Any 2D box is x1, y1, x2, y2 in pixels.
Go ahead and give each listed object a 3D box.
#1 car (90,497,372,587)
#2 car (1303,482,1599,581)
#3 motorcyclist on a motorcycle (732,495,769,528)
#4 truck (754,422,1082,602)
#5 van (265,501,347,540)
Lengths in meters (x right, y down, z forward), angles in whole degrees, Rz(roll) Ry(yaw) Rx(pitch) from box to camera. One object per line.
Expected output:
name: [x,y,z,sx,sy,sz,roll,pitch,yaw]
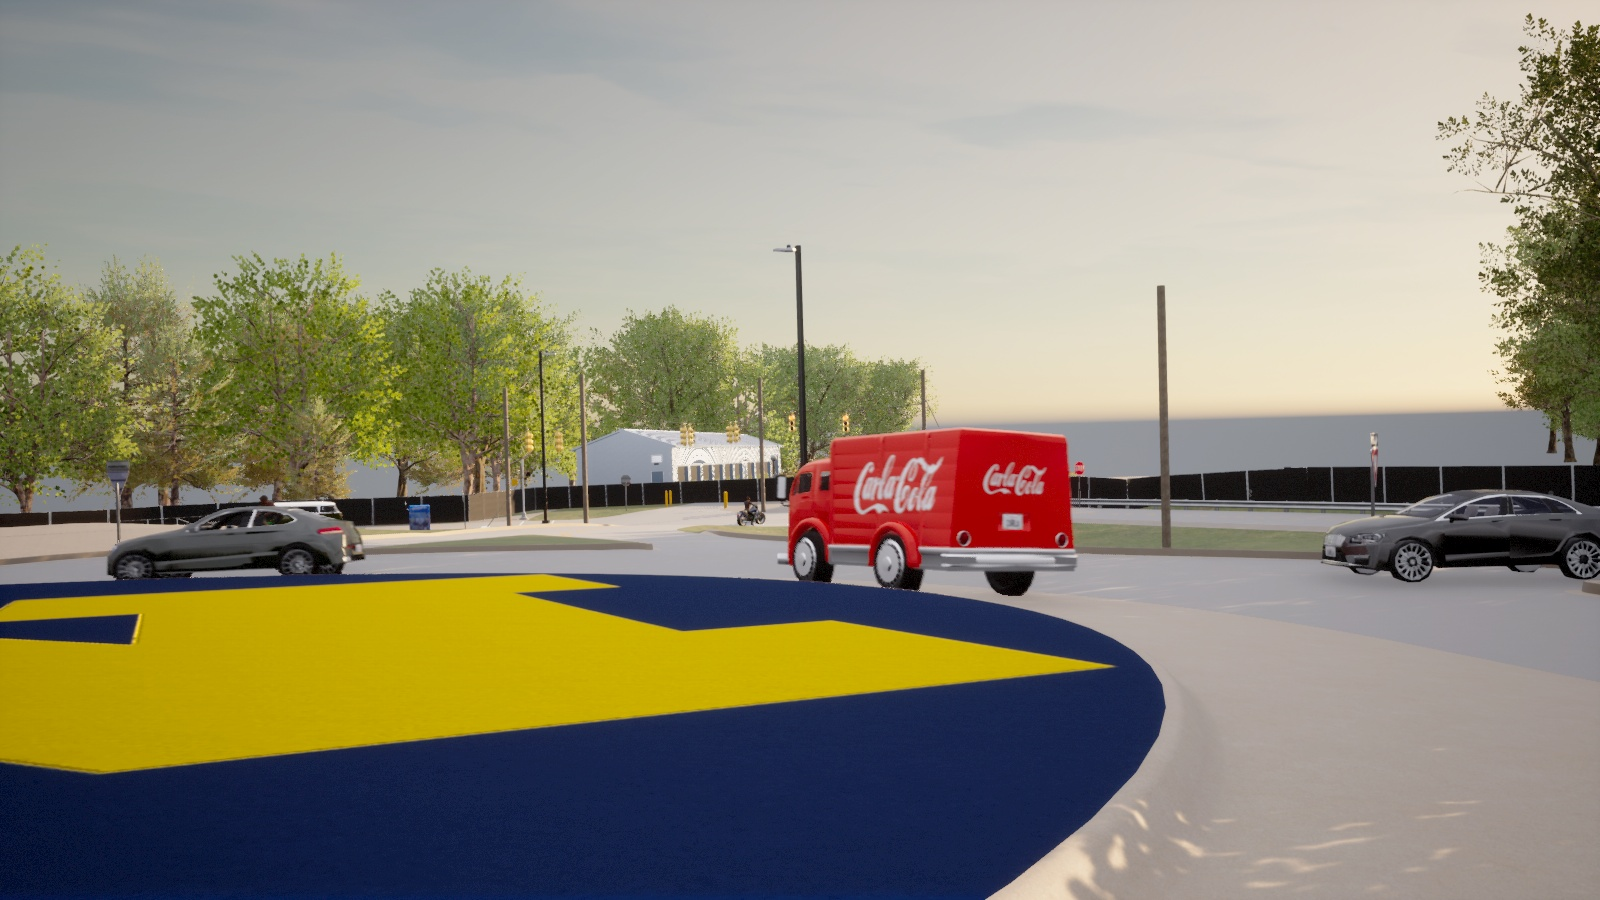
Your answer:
car: [-12.044,1.943,26.883,5.027,1.651,2.152,-2,-3,-4]
car: [11.552,1.359,21.608,4.902,1.511,2.128,-1,-1,-2]
motorcyclist on a motorcycle: [-2.685,3.355,68.835,0.766,1.649,2.350,-1,0,34]
truck: [1.690,1.031,20.100,2.627,2.467,5.204,3,-4,-31]
van: [-30.127,4.288,76.566,4.480,2.038,2.069,-2,1,-24]
